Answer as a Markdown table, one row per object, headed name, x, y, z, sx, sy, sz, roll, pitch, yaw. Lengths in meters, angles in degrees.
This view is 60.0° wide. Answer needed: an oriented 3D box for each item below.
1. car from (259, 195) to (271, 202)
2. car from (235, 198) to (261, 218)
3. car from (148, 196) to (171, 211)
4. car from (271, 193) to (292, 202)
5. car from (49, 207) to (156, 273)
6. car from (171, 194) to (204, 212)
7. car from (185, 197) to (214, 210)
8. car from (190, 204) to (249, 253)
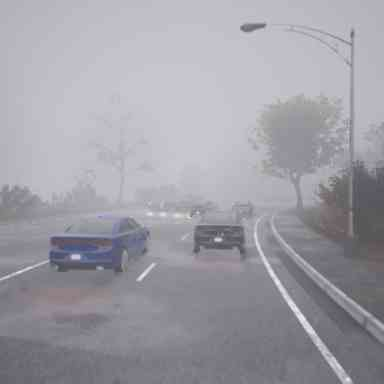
| name | x | y | z | sx | sy | sz | roll | pitch | yaw |
| --- | --- | --- | --- | --- | --- | --- | --- | --- | --- |
| car | 16.715 | 1.438 | 75.649 | 2.033 | 1.411 | 5.357 | 0 | 0 | 38 |
| car | 4.821 | 1.518 | 30.586 | 2.128 | 1.511 | 4.902 | 0 | 0 | 16 |
| car | -3.418 | 1.333 | 39.674 | 2.097 | 1.767 | 4.553 | 0 | 0 | 20 |
| car | 20.479 | 1.225 | 74.718 | 2.150 | 2.045 | 5.566 | 0 | 0 | 38 |
| car | -2.681 | 1.470 | 10.781 | 1.882 | 1.535 | 5.008 | 0 | 0 | 5 |
| car | -0.088 | 1.219 | 38.701 | 2.150 | 2.045 | 5.566 | 0 | 0 | 20 |
| car | 1.156 | 1.513 | 30.494 | 1.837 | 1.490 | 4.892 | 0 | 0 | 15 |
| car | 1.228 | 1.486 | 13.877 | 1.882 | 1.535 | 5.008 | 0 | 0 | 7 |
